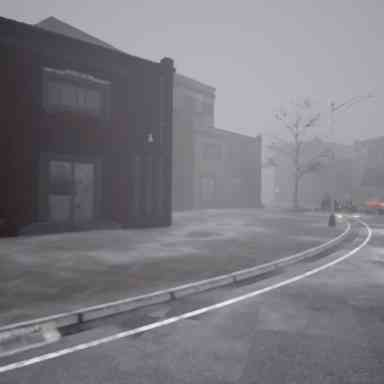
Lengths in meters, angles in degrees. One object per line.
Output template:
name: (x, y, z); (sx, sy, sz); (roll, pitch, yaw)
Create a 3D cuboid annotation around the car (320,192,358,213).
car: (15.869, 1.084, 36.236); (2.150, 2.045, 5.566); (1, 0, 0)

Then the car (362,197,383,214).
car: (19.351, 1.265, 34.191); (2.097, 1.767, 4.553); (1, 0, 5)
